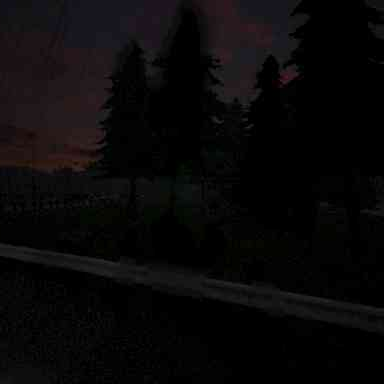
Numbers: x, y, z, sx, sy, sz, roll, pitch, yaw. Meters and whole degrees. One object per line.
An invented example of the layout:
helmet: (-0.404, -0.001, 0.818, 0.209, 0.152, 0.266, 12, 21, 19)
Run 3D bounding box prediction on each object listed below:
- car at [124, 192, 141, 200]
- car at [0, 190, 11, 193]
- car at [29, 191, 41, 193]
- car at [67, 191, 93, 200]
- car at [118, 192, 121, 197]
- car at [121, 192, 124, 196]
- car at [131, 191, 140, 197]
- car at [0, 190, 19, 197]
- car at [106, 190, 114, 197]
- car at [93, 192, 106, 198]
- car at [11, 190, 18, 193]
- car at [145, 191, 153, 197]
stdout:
car: (-11.591, 0.780, 67.136, 1.837, 1.490, 4.892, 1, 0, 7)
car: (-34.783, 0.622, 58.496, 1.994, 1.385, 4.181, 1, 1, 18)
car: (-32.529, 0.540, 68.544, 2.033, 1.411, 5.357, 1, 0, 8)
car: (-20.107, 0.592, 59.062, 2.097, 1.767, 4.553, 1, 1, 13)
car: (-18.322, 0.615, 87.201, 1.895, 1.301, 4.718, 1, 0, -7)
car: (-14.350, 0.682, 76.994, 1.812, 1.442, 4.674, 1, 0, 0)
car: (-14.746, 0.609, 86.690, 2.033, 1.411, 5.357, 1, 0, -7)
car: (-42.366, 0.257, 76.789, 1.882, 1.535, 5.008, 1, 0, 4)
car: (-21.940, 0.319, 88.427, 2.097, 1.767, 4.553, 1, 0, -7)
car: (-21.437, 0.638, 74.978, 1.994, 1.385, 4.181, 1, 0, 0)
car: (-39.194, 0.483, 71.815, 1.895, 1.301, 4.718, 1, 0, 8)
car: (-11.133, 0.626, 85.492, 1.837, 1.490, 4.892, 1, 0, -7)
